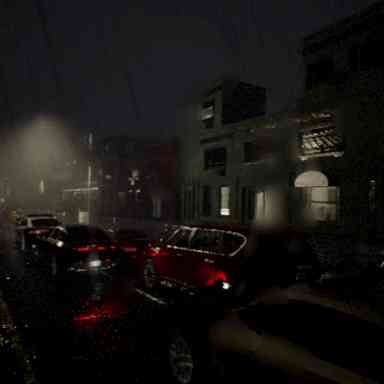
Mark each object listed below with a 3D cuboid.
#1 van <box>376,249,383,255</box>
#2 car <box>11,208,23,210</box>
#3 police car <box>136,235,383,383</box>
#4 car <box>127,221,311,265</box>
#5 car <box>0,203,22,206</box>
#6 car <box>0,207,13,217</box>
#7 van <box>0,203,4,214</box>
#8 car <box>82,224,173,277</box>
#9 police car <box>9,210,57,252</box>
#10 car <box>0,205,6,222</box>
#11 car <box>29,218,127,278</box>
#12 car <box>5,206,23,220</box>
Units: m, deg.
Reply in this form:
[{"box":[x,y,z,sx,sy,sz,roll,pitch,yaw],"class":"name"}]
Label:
[{"box":[3.720,1.520,3.260,1.690,1.788,3.998,2,-2,-34],"class":"van"},{"box":[-15.140,2.420,30.679,1.947,1.339,4.313,2,-2,-34],"class":"car"},{"box":[1.461,1.576,3.390,1.930,1.638,5.238,2,-2,-34],"class":"police car"},{"box":[0.577,1.606,7.832,2.192,1.841,5.009,2,-2,-34],"class":"car"},{"box":[-21.424,2.394,39.828,2.192,1.841,5.009,2,-2,-34],"class":"car"},{"box":[-27.712,2.885,48.962,1.802,1.307,4.206,2,-2,-34],"class":"car"},{"box":[-33.996,2.869,58.111,1.690,1.788,3.998,2,-2,-34],"class":"van"},{"box":[-2.568,1.986,12.395,1.802,1.307,4.206,2,-2,-34],"class":"car"},{"box":[-7.603,1.900,16.572,1.930,1.638,5.238,2,-2,-34],"class":"police car"},{"box":[-21.107,2.397,34.688,2.128,1.511,4.902,2,-2,-34],"class":"car"},{"box":[-4.142,1.856,11.535,1.837,1.490,4.892,2,-2,-34],"class":"car"},{"box":[-18.377,2.495,35.391,1.752,1.417,4.829,2,-2,-34],"class":"car"}]
